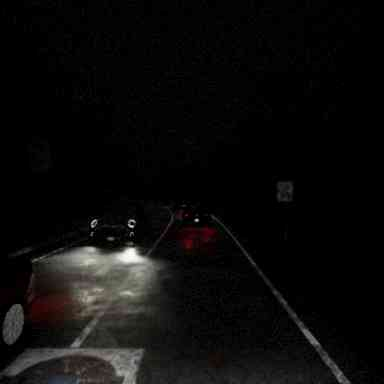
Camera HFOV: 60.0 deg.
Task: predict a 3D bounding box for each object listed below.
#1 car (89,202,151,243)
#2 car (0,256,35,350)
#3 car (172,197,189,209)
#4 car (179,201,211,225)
[{"bbox_3d":[-3.255,1.297,15.709,2.097,1.767,4.553,0,0,1],"label":"car"},{"bbox_3d":[-3.504,1.464,3.341,1.882,1.535,5.008,0,1,1],"label":"car"},{"bbox_3d":[-1.351,1.381,42.227,1.837,1.490,4.892,1,0,-8],"label":"car"},{"bbox_3d":[0.254,1.527,23.628,1.895,1.301,4.718,0,0,-1],"label":"car"}]
